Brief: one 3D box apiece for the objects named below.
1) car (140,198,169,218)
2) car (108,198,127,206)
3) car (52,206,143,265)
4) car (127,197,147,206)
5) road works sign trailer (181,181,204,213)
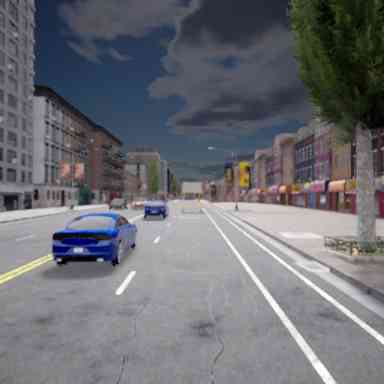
[{"bbox_3d":[-3.145,1.499,30.117,1.882,1.535,5.008,0,0,0],"label":"car"},{"bbox_3d":[-9.824,1.627,44.524,1.837,1.490,4.892,0,-1,0],"label":"car"},{"bbox_3d":[-3.149,1.462,11.686,1.882,1.535,5.008,0,0,0],"label":"car"},{"bbox_3d":[-6.572,1.458,42.948,2.097,1.767,4.553,0,0,0],"label":"car"},{"bbox_3d":[0.007,0.527,37.652,2.380,3.560,2.880,0,0,0],"label":"road works sign trailer"}]
